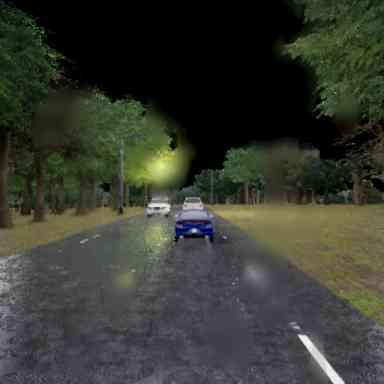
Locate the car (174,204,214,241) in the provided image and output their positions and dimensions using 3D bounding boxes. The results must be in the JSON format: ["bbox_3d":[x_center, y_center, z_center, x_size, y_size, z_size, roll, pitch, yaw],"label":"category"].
[{"bbox_3d":[0.104,1.641,17.624,1.882,1.535,5.008,0,-1,0],"label":"car"}]

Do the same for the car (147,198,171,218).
[{"bbox_3d":[-3.490,1.636,35.683,2.150,2.045,5.566,0,-1,0],"label":"car"}]

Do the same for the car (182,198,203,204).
[{"bbox_3d":[0.110,1.667,37.775,2.150,2.045,5.566,0,-1,0],"label":"car"}]
